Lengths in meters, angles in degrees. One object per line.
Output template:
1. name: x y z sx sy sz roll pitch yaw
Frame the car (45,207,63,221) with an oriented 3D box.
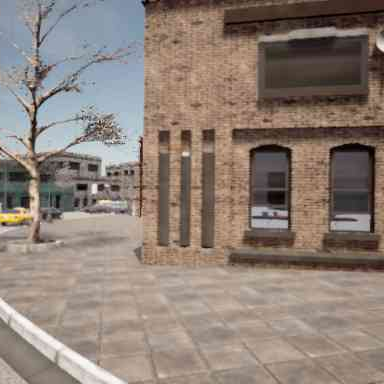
1. car: -15.461 2.322 35.378 1.837 1.490 4.892 1 -1 4

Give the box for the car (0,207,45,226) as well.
1. car: -15.478 2.134 29.964 1.801 1.575 5.366 1 -1 -4

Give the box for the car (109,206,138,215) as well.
1. car: -10.807 2.962 54.354 1.895 1.301 4.718 1 -1 26

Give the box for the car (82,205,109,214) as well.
1. car: -15.119 2.799 53.387 2.033 1.411 5.357 1 -1 24
